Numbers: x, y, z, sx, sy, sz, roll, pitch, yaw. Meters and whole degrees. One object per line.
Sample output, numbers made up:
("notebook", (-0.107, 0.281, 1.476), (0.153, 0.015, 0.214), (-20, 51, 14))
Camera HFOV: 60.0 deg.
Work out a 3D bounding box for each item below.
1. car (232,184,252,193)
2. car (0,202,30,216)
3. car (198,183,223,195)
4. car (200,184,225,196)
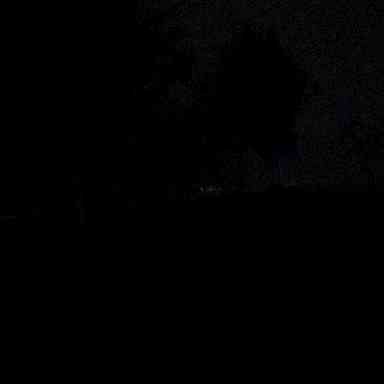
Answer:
("car", (8.801, -0.678, 58.651), (2.033, 1.411, 5.357), (0, 3, 32))
("car", (-14.930, 1.267, 25.097), (1.895, 1.301, 4.718), (0, 2, 36))
("car", (3.146, -0.575, 55.377), (2.097, 1.767, 4.553), (0, 2, 33))
("car", (3.183, -0.212, 50.007), (1.812, 1.442, 4.674), (0, 2, 35))
